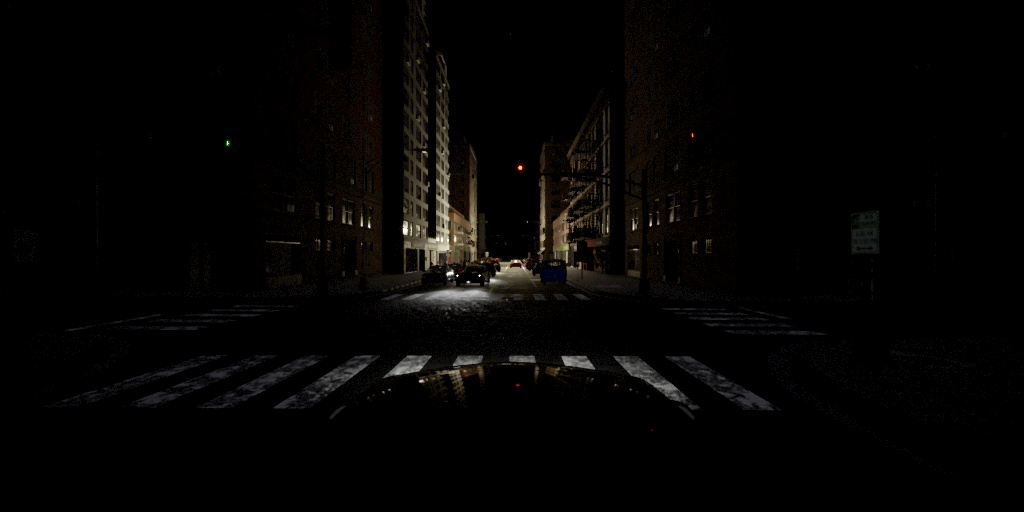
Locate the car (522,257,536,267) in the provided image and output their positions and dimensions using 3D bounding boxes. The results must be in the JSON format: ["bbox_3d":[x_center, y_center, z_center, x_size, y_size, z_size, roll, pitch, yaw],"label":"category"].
[{"bbox_3d":[3.103,1.054,53.769,2.192,1.841,5.009,0,0,1],"label":"car"}]

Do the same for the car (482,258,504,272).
[{"bbox_3d":[-2.452,1.309,45.199,1.994,1.385,4.181,0,0,1],"label":"car"}]

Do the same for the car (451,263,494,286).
[{"bbox_3d":[-2.652,1.349,25.134,1.895,1.301,4.718,0,0,4],"label":"car"}]

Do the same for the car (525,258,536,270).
[{"bbox_3d":[3.052,1.325,48.087,1.802,1.307,4.207,0,0,1],"label":"car"}]

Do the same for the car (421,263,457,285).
[{"bbox_3d":[-5.179,1.299,25.427,2.007,1.370,4.403,0,0,1],"label":"car"}]

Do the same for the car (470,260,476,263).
[{"bbox_3d":[-4.975,1.269,47.984,1.751,1.417,4.829,0,0,1],"label":"car"}]

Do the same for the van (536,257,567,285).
[{"bbox_3d":[2.846,1.089,25.363,1.690,1.789,3.998,0,0,1],"label":"van"}]

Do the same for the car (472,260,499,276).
[{"bbox_3d":[-2.549,1.349,35.146,1.895,1.301,4.718,0,0,1],"label":"car"}]

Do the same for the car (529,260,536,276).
[{"bbox_3d":[2.949,1.330,36.725,1.802,1.307,4.207,0,0,1],"label":"car"}]

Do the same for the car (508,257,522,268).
[{"bbox_3d":[0.618,1.336,59.045,1.895,1.301,4.718,0,0,1],"label":"car"}]
